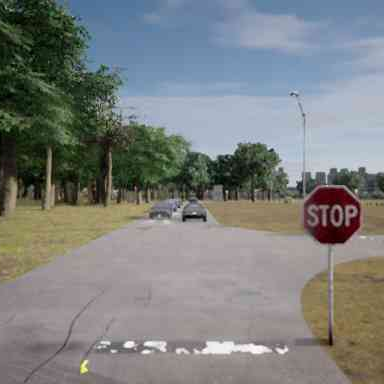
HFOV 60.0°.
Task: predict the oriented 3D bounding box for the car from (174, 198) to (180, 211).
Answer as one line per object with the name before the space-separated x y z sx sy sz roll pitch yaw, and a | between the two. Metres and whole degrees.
car | -2.708 1.662 39.924 1.812 1.442 4.674 0 0 0

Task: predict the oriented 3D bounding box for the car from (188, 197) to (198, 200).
car | 0.280 1.909 70.809 1.837 1.490 4.892 0 -1 0

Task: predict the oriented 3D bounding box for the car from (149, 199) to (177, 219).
car | -2.727 1.624 30.166 2.033 1.411 5.357 0 0 -1

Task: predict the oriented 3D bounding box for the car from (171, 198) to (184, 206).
car | -2.571 1.783 60.298 2.128 1.511 4.902 0 0 0

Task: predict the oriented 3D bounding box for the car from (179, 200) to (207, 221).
car | 0.190 1.629 27.941 1.994 1.385 4.181 0 0 0

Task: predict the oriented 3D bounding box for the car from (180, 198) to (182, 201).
car | -2.676 1.736 49.965 1.812 1.442 4.674 0 0 1
